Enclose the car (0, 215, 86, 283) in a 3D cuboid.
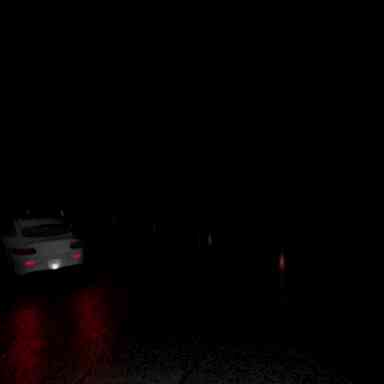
[{"bbox_3d":[-4.461,1.409,9.540,1.812,1.442,4.674,-3,3,-35],"label":"car"}]
